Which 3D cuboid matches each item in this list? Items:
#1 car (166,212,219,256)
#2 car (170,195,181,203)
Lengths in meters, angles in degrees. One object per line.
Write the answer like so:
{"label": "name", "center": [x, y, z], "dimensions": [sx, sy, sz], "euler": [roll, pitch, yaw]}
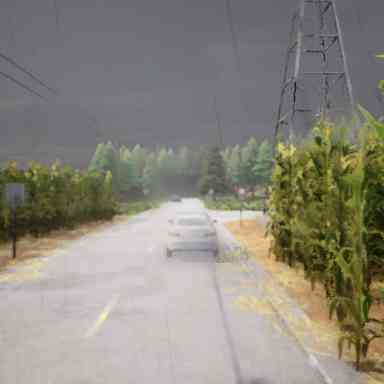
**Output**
{"label": "car", "center": [0.032, 1.516, 12.908], "dimensions": [1.812, 1.442, 4.674], "euler": [0, 0, 1]}
{"label": "car", "center": [-3.270, 1.303, 66.621], "dimensions": [2.097, 1.767, 4.553], "euler": [0, 0, 0]}
